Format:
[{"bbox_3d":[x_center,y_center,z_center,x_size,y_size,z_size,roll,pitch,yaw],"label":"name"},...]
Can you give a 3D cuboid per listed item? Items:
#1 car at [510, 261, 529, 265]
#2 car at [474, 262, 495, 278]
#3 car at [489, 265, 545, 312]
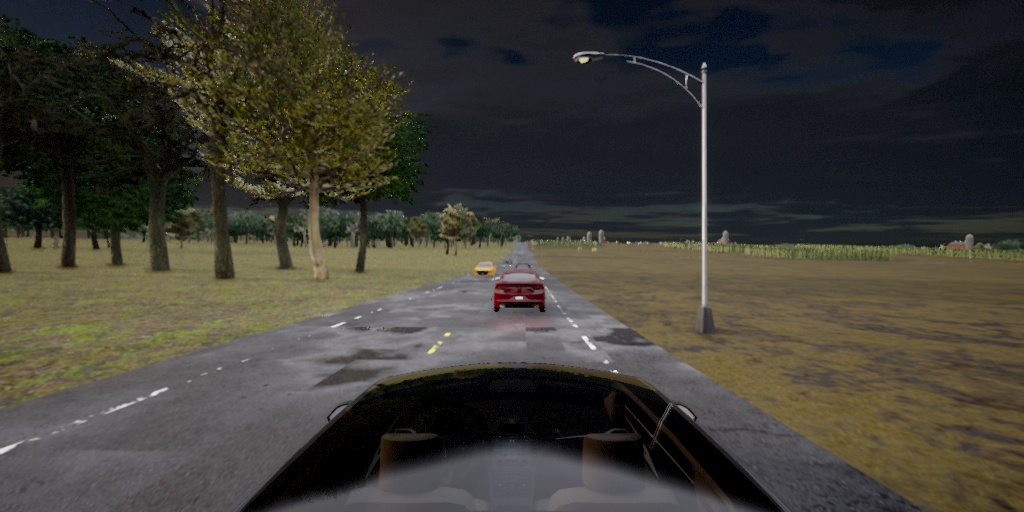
[{"bbox_3d":[1.070,1.437,35.592,1.994,1.385,4.181,0,0,2],"label":"car"},{"bbox_3d":[-2.622,1.347,35.687,1.882,1.535,5.008,0,0,2],"label":"car"},{"bbox_3d":[0.320,1.297,14.777,1.882,1.535,5.008,0,0,2],"label":"car"}]
